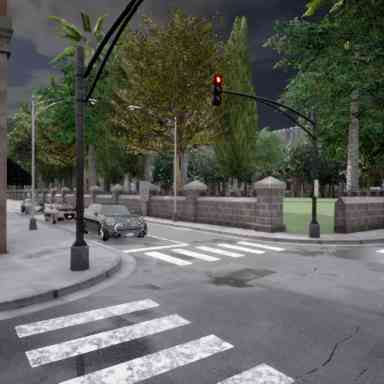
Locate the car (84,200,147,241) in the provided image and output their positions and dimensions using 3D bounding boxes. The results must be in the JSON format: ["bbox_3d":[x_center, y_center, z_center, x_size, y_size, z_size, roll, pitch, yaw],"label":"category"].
[{"bbox_3d":[-4.060,1.345,16.913,2.097,1.767,4.553,0,0,-34],"label":"car"}]

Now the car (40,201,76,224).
[{"bbox_3d":[-9.745,1.555,24.978,1.994,1.385,4.181,0,0,-35],"label":"car"}]

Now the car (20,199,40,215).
[{"bbox_3d":[-16.570,1.479,34.621,2.128,1.511,4.902,0,0,-35],"label":"car"}]
